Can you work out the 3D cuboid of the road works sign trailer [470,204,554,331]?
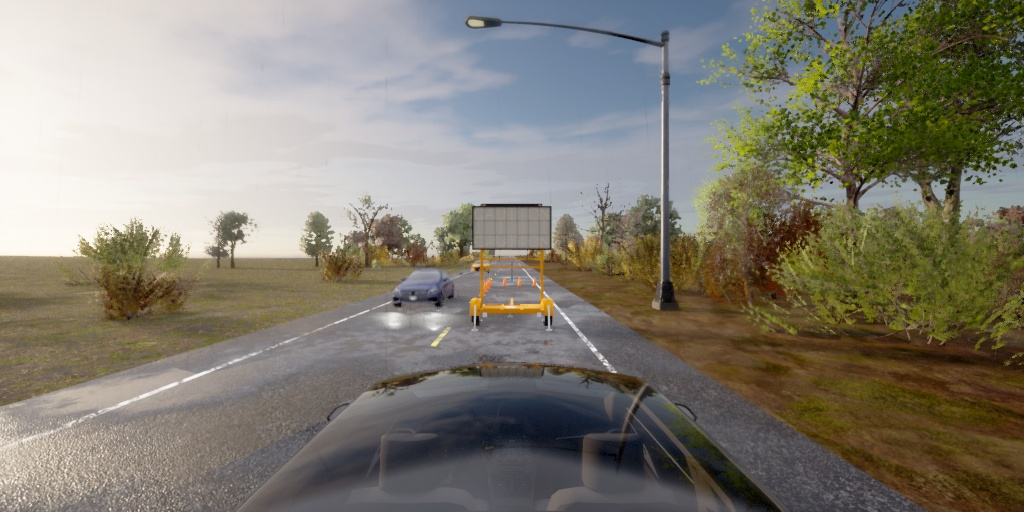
[{"bbox_3d":[-0.003,0.214,10.994,2.380,3.560,2.880,0,0,0],"label":"road works sign trailer"}]

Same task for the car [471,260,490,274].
[{"bbox_3d":[-3.512,1.204,41.034,1.882,1.535,5.008,0,0,0],"label":"car"}]

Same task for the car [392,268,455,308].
[{"bbox_3d":[-3.603,1.274,15.370,1.812,1.442,4.674,0,0,0],"label":"car"}]
